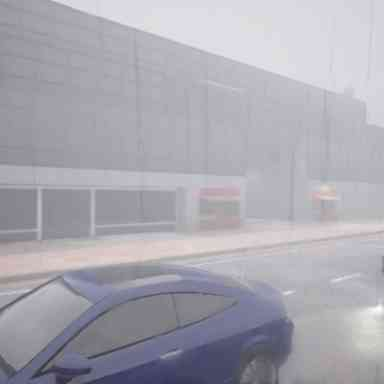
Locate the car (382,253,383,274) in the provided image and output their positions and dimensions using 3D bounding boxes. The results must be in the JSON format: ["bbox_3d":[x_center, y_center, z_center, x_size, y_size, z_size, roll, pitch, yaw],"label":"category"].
[{"bbox_3d":[7.054,1.567,8.972,5.008,1.535,1.882,1,0,-35],"label":"car"}]

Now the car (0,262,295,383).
[{"bbox_3d":[-0.896,1.534,3.341,4.674,1.442,1.812,1,0,-36],"label":"car"}]
